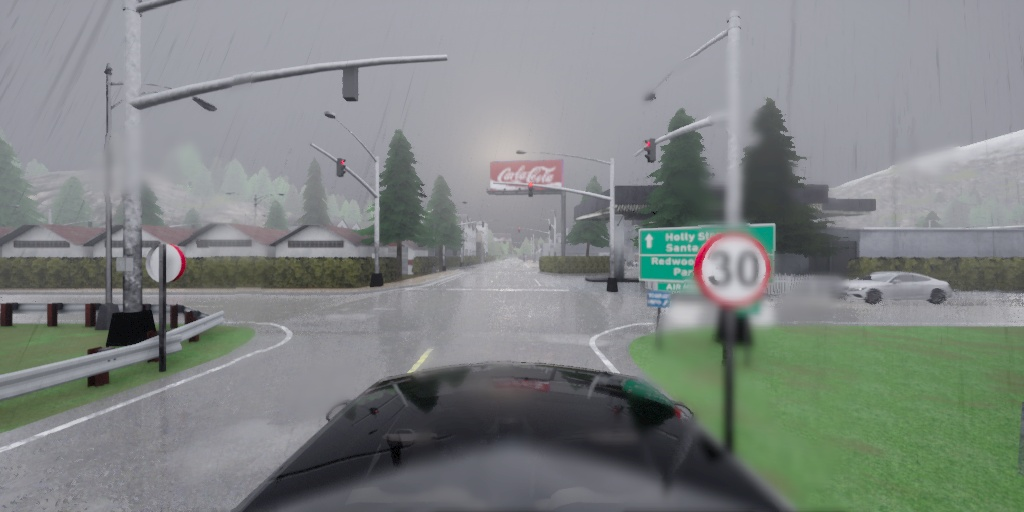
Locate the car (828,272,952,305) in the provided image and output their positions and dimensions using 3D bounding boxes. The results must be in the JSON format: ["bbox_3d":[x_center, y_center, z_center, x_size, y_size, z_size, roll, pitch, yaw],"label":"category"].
[{"bbox_3d":[17.751,1.466,16.906,4.674,1.442,1.812,0,0,1],"label":"car"}]
